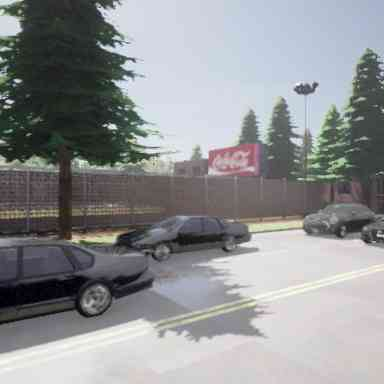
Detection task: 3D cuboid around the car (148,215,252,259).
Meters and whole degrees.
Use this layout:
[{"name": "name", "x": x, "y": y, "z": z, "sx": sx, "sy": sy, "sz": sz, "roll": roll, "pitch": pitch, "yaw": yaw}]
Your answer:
[{"name": "car", "x": -0.131, "y": 1.573, "z": 12.487, "sx": 5.357, "sy": 1.411, "sz": 2.033, "roll": 0, "pitch": 0, "yaw": -36}]

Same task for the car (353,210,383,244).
[{"name": "car", "x": 9.418, "y": 1.631, "z": 14.883, "sx": 4.181, "sy": 1.385, "sz": 1.994, "roll": 0, "pitch": 0, "yaw": -35}]

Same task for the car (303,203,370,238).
[{"name": "car", "x": 8.179, "y": 1.421, "z": 18.285, "sx": 4.553, "sy": 1.767, "sz": 2.097, "roll": 0, "pitch": 0, "yaw": -34}]

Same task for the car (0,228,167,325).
[{"name": "car", "x": -3.321, "y": 1.547, "z": 5.924, "sx": 5.357, "sy": 1.411, "sz": 2.033, "roll": 0, "pitch": 0, "yaw": -35}]
